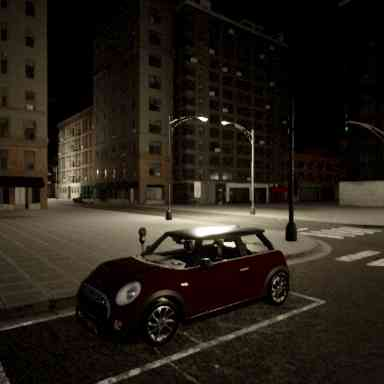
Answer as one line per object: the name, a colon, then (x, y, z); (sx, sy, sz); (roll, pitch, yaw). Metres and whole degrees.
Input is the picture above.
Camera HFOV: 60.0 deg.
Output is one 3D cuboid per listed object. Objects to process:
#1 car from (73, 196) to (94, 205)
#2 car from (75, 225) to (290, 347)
car: (-17.501, 1.307, 53.284); (1.895, 1.301, 4.718); (0, 0, -38)
car: (-0.029, 1.438, 6.285); (4.097, 1.590, 1.967); (0, 0, -38)
